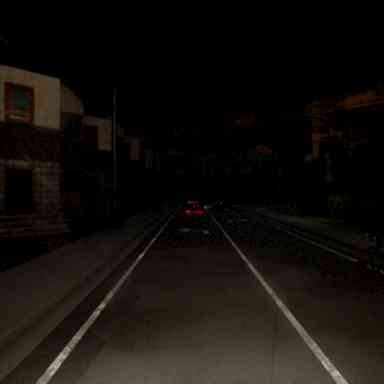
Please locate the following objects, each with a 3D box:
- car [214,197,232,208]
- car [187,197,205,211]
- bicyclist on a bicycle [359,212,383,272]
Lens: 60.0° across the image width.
[{"bbox_3d":[4.145,1.424,44.433,2.033,1.411,5.357,0,0,11],"label":"car"},{"bbox_3d":[0.441,1.381,39.817,2.128,1.511,4.902,0,0,4],"label":"car"},{"bbox_3d":[5.333,1.376,9.003,1.656,1.620,0.582,0,0,0],"label":"bicyclist on a bicycle"}]
